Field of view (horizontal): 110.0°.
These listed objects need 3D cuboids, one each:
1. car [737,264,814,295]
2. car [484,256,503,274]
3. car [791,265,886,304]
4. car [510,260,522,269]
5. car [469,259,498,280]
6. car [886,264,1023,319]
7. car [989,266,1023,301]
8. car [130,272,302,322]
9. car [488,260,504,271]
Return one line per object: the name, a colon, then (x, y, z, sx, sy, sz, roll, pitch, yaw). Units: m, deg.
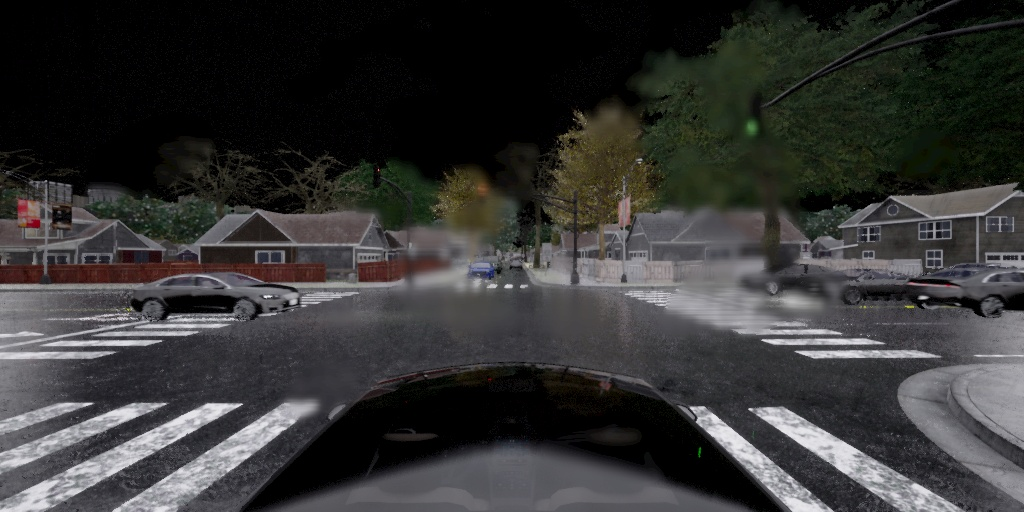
car: (14.262, 1.159, 18.330, 4.892, 1.490, 1.837, 0, 0, 2)
car: (-2.401, 0.994, 41.658, 2.150, 2.045, 5.566, 0, 0, 1)
car: (14.716, 1.217, 15.082, 4.181, 1.385, 1.994, 0, 0, 1)
car: (0.668, 1.356, 58.747, 1.994, 1.385, 4.181, 0, 0, 1)
car: (-2.595, 1.242, 31.422, 1.882, 1.535, 5.008, 0, 0, 1)
car: (15.789, 1.140, 11.617, 4.902, 1.511, 2.128, 0, 0, 1)
car: (23.953, 1.149, 14.935, 5.357, 1.411, 2.033, 0, 0, 1)
car: (-9.752, 1.290, 12.022, 4.902, 1.511, 2.128, 0, 0, 1)
car: (-2.269, 1.331, 51.975, 2.033, 1.411, 5.357, 0, 0, 1)
